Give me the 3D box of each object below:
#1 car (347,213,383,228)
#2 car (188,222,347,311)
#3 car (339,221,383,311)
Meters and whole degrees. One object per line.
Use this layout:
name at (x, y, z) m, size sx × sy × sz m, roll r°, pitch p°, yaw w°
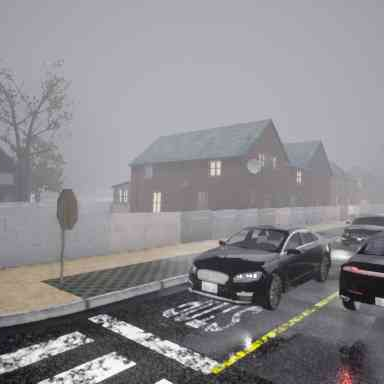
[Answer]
car at (8.749, 1.818, 16.008) m, size 1.837 × 1.490 × 4.892 m, roll 0°, pitch -1°, yaw 41°
car at (1.914, 1.602, 8.234) m, size 2.128 × 1.511 × 4.902 m, roll 0°, pitch -1°, yaw 40°
car at (4.738, 1.626, 7.190) m, size 2.128 × 1.511 × 4.902 m, roll 0°, pitch -1°, yaw 42°
